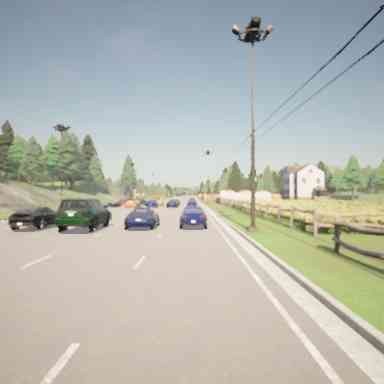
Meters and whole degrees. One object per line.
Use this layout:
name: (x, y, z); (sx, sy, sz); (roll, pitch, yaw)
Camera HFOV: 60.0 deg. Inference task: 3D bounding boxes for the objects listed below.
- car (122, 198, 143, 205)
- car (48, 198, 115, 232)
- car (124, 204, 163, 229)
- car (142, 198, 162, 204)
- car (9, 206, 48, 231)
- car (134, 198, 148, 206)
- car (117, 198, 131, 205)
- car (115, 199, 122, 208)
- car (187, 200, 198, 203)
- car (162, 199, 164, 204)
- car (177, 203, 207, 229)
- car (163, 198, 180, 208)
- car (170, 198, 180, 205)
car: (-10.494, 1.882, 58.915); (2.097, 1.767, 4.553); (0, -1, 0)
car: (-6.898, 1.416, 21.590); (2.150, 2.045, 5.566); (0, -1, 0)
car: (-3.398, 1.773, 23.118); (1.994, 1.385, 4.181); (0, -1, 0)
car: (-6.994, 2.004, 58.527); (1.882, 1.535, 5.008); (0, -1, 0)
car: (-10.396, 1.708, 22.494); (1.837, 1.490, 4.892); (0, -1, 0)
car: (-10.493, 1.977, 68.948); (2.128, 1.511, 4.902); (0, -1, 0)
car: (-13.993, 2.005, 68.978); (1.994, 1.385, 4.181); (0, -1, 0)
car: (-13.994, 2.132, 59.003); (1.895, 1.301, 4.718); (0, -1, 0)
car: (0.006, 2.056, 58.942); (1.812, 1.442, 4.674); (0, -1, 0)
car: (-6.993, 1.930, 68.948); (1.882, 1.535, 5.008); (0, -1, 0)
car: (0.092, 1.738, 23.469); (1.812, 1.442, 4.674); (0, -1, 0)
car: (-3.494, 2.094, 58.909); (1.994, 1.385, 4.181); (0, -1, 0)
car: (-3.492, 2.020, 68.947); (1.994, 1.385, 4.181); (0, -1, 0)
